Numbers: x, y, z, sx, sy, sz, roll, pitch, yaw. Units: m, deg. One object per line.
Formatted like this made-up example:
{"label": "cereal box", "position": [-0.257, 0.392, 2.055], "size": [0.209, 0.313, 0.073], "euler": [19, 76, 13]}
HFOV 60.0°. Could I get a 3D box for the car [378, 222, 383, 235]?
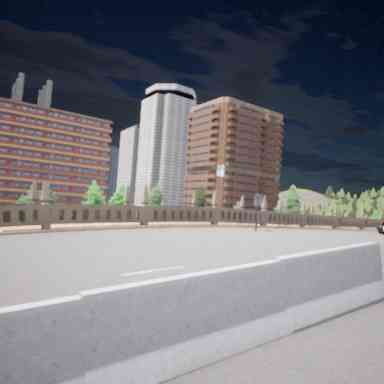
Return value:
{"label": "car", "position": [18.837, 3.257, 30.304], "size": [4.902, 1.511, 2.128], "euler": [6, -3, -35]}
